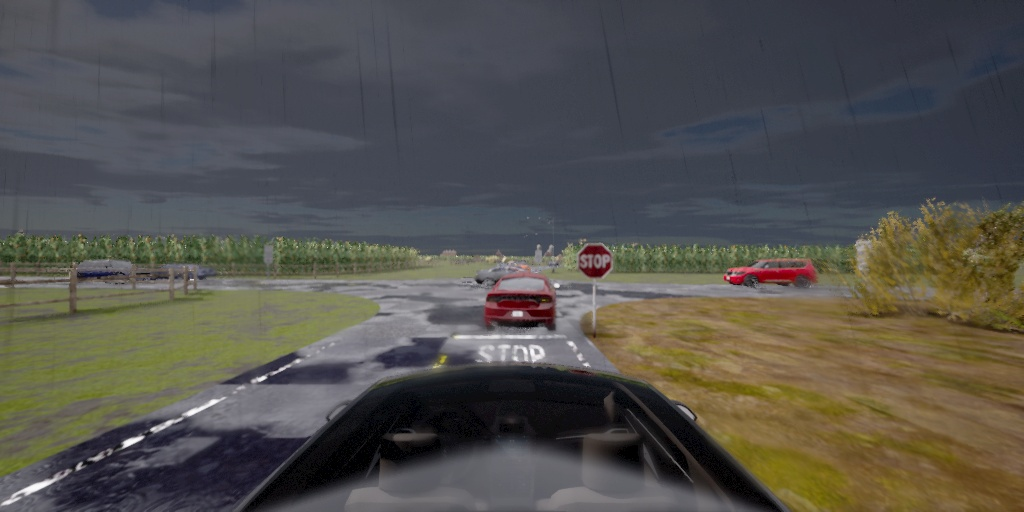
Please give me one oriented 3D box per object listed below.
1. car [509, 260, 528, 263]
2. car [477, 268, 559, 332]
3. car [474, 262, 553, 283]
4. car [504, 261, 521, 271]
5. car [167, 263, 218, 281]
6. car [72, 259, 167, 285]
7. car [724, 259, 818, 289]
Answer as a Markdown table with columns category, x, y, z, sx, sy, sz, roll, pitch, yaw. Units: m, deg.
| category | x | y | z | sx | sy | sz | roll | pitch | yaw |
| --- | --- | --- | --- | --- | --- | --- | --- | --- | --- |
| car | 0.961 | 1.329 | 40.604 | 2.097 | 1.767 | 4.553 | 0 | 0 | 1 |
| car | 0.440 | 1.280 | 11.151 | 1.882 | 1.535 | 5.008 | 0 | -1 | 7 |
| car | 0.012 | 1.366 | 23.078 | 4.902 | 1.511 | 2.128 | 0 | 0 | 4 |
| car | 0.137 | 1.558 | 56.559 | 1.882 | 1.535 | 5.008 | 0 | 0 | 10 |
| car | -26.341 | 1.275 | 28.226 | 5.357 | 1.411 | 2.033 | 0 | 0 | 2 |
| car | -27.099 | 1.044 | 24.565 | 4.553 | 1.767 | 2.097 | 0 | 0 | 2 |
| car | 18.190 | 1.231 | 25.336 | 5.566 | 2.045 | 2.150 | 0 | 0 | 5 |
